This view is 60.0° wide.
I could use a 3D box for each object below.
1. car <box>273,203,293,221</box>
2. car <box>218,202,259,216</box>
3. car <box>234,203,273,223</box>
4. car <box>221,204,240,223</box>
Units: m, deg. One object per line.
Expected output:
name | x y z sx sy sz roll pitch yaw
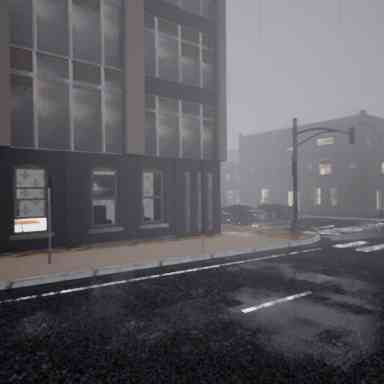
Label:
car | 7.112 1.786 30.949 1.837 1.490 4.892 -1 -1 -36
car | 5.247 1.911 38.099 2.008 1.369 4.403 -2 0 -37
car | 4.465 1.843 29.253 1.812 1.442 4.674 -1 0 -37
car | 1.619 1.929 28.506 1.947 1.339 4.313 -2 0 -37
